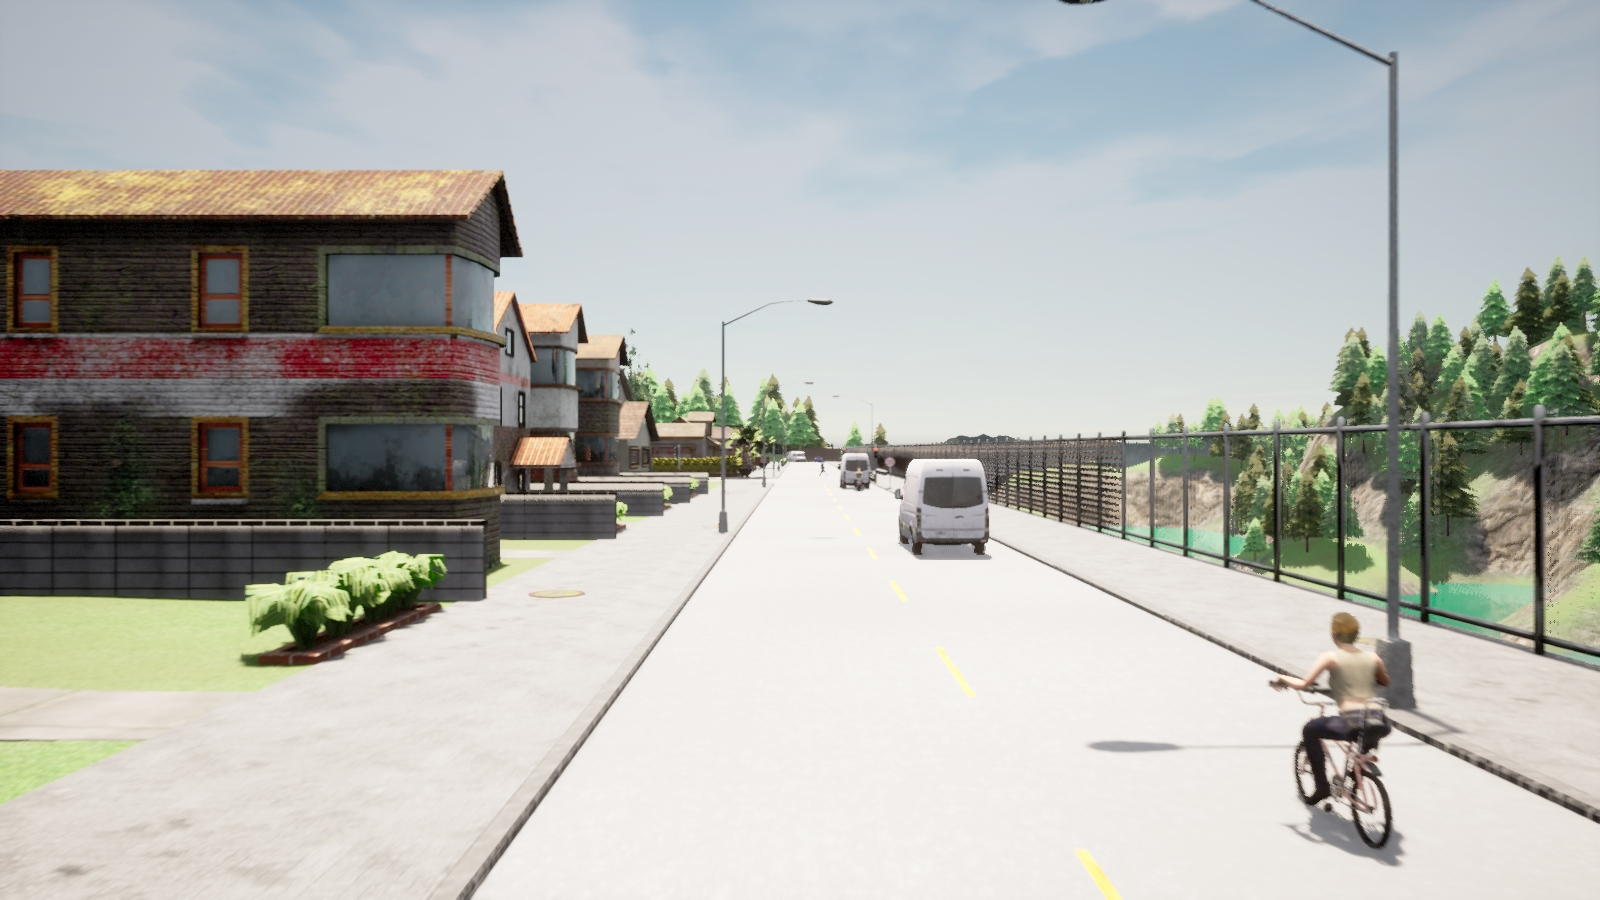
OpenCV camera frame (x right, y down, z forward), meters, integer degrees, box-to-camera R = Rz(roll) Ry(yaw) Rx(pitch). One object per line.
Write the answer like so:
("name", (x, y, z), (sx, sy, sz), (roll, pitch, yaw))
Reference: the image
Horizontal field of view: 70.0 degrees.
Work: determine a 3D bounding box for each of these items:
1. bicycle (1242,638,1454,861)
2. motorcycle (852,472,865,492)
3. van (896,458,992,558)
("bicycle", (4.013, 2.158, 8.512), (0.859, 1.276, 1.487), (0, 0, 0))
("motorcycle", (3.986, 2.155, 77.825), (0.764, 1.307, 2.356), (0, 0, 0))
("van", (3.989, 1.534, 32.678), (1.988, 2.561, 5.915), (0, 0, 0))
